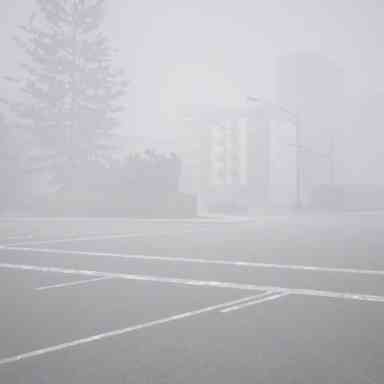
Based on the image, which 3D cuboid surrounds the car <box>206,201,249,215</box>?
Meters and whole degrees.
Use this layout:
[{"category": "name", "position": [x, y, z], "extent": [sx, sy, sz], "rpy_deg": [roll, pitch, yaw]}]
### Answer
[{"category": "car", "position": [3.512, 1.543, 33.342], "extent": [1.895, 1.301, 4.718], "rpy_deg": [0, 0, -35]}]
